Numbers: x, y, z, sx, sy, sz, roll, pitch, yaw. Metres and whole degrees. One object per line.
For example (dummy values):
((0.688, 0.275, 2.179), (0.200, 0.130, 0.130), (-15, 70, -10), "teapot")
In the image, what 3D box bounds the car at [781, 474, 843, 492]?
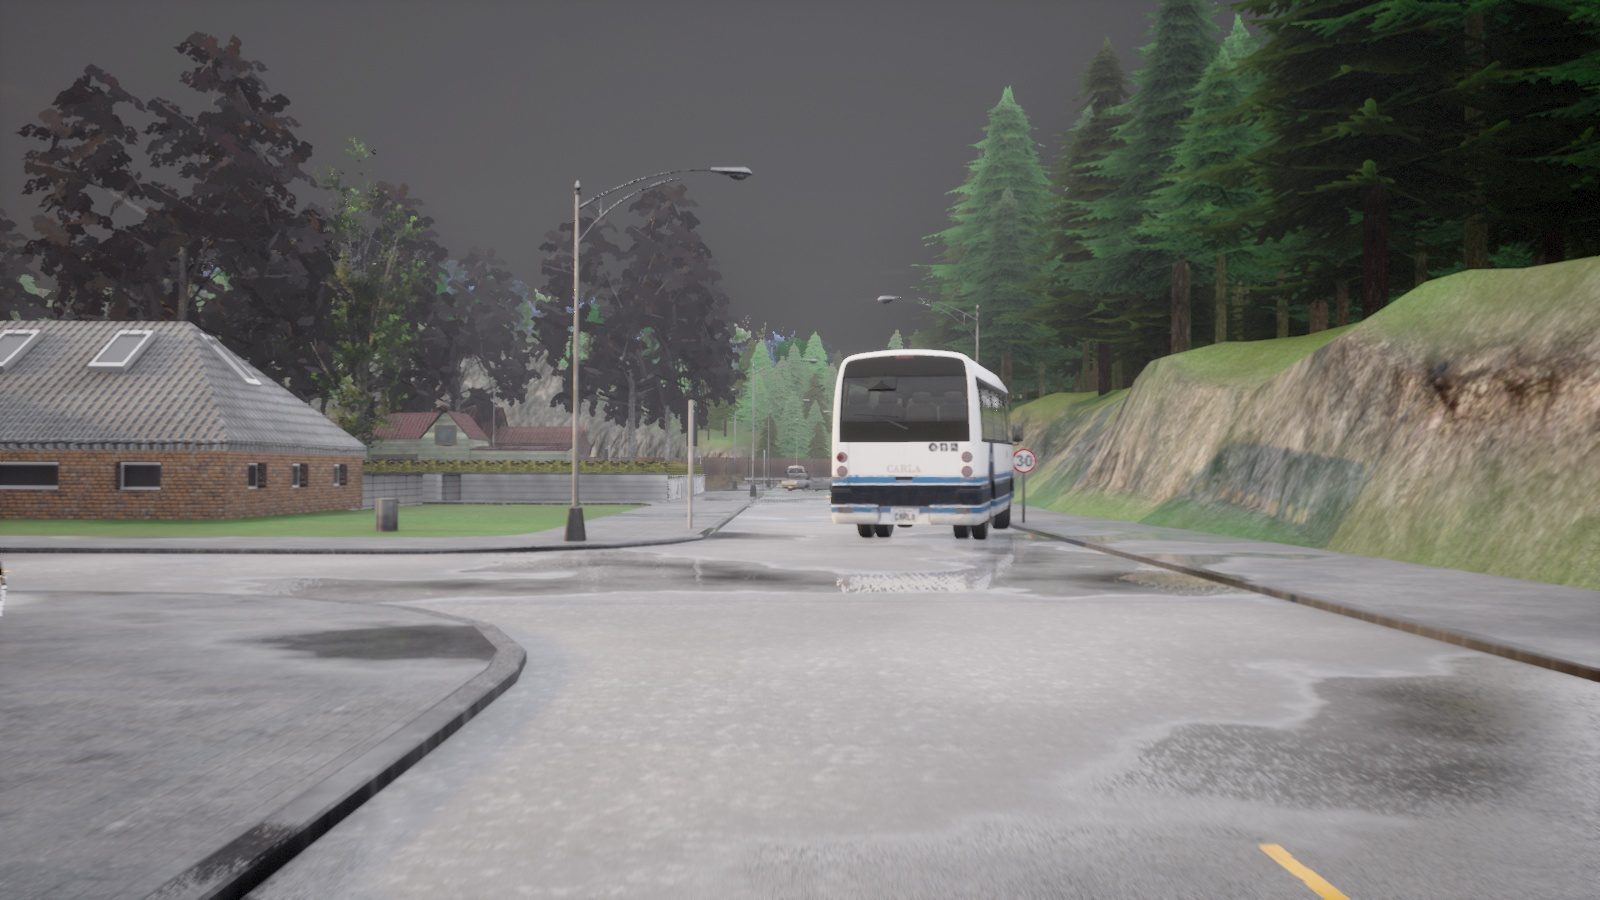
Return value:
((0.916, 2.508, 95.390), (4.718, 1.301, 1.895), (1, -1, -44), "car")

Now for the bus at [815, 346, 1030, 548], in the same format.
((3.499, -0.025, 31.908), (3.944, 4.253, 10.273), (-1, 0, 14), "bus")
